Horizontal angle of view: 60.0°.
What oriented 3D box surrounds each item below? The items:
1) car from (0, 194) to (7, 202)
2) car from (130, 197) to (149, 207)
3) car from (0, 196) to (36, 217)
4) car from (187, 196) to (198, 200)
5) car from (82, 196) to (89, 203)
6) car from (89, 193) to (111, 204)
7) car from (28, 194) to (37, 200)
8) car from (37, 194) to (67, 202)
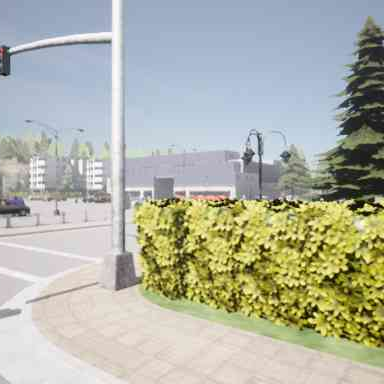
[{"bbox_3d":[-40.798,1.268,68.162,2.007,1.523,4.514,0,0,36],"label":"car"},{"bbox_3d":[-7.174,1.371,44.036,1.970,1.475,3.806,0,0,36],"label":"car"},{"bbox_3d":[-15.688,1.328,27.216,2.007,1.523,4.514,0,0,36],"label":"car"},{"bbox_3d":[-0.403,1.362,48.291,1.845,1.501,3.633,0,0,36],"label":"car"},{"bbox_3d":[-17.955,1.056,60.691,1.905,1.878,3.866,0,0,36],"label":"car"},{"bbox_3d":[-15.361,1.078,59.318,1.932,1.855,4.605,0,0,36],"label":"car"},{"bbox_3d":[-33.693,1.203,71.715,1.970,1.475,3.806,0,0,36],"label":"car"},{"bbox_3d":[-28.309,1.127,68.207,2.152,1.636,5.027,0,0,36],"label":"car"}]
